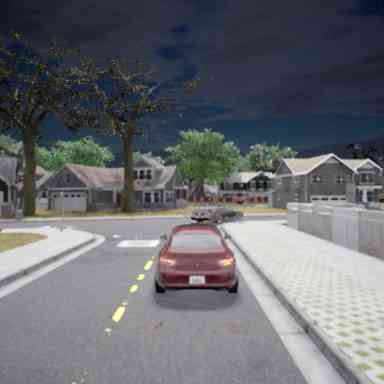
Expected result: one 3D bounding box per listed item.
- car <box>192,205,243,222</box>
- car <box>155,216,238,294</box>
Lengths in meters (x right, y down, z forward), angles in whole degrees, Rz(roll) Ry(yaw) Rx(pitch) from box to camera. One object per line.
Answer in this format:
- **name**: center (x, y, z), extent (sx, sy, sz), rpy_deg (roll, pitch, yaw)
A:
- **car**: center (2.088, 1.694, 26.209), extent (2.033, 1.411, 5.357), rpy_deg (-1, -1, 36)
- **car**: center (0.101, 1.573, 8.784), extent (1.812, 1.442, 4.674), rpy_deg (0, -1, 0)
